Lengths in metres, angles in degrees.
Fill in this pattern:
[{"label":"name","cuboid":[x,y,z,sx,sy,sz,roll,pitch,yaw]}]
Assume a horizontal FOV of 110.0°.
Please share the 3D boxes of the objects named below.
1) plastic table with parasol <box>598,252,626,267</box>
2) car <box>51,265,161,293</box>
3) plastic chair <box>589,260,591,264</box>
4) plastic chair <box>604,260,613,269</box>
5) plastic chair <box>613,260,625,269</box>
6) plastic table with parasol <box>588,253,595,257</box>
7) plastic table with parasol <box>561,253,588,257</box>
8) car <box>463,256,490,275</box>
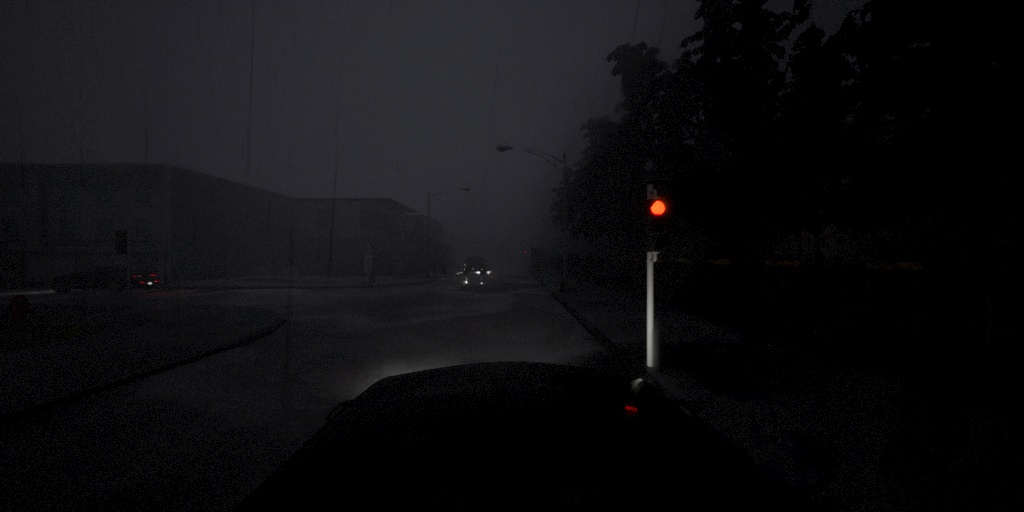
[{"label":"plastic table with parasol","cuboid":[15.334,0.713,55.094,2.482,2.480,2.482,0,0,-40]},{"label":"car","cuboid":[-22.579,1.261,20.006,4.892,1.490,1.837,0,0,1]},{"label":"plastic chair","cuboid":[13.765,1.326,62.421,0.730,1.272,0.750,0,0,-35]},{"label":"plastic chair","cuboid":[14.359,1.324,54.193,0.730,1.272,0.750,0,0,-35]},{"label":"plastic chair","cuboid":[16.066,1.315,54.095,0.750,1.272,0.730,0,0,-40]},{"label":"plastic table with parasol","cuboid":[14.718,0.694,63.308,2.482,2.480,2.482,0,0,-42]},{"label":"plastic table with parasol","cuboid":[10.016,0.704,57.837,2.482,2.480,2.482,0,0,-40]},{"label":"car","cuboid":[-4.070,0.985,40.154,2.150,2.045,5.566,0,0,0]}]
